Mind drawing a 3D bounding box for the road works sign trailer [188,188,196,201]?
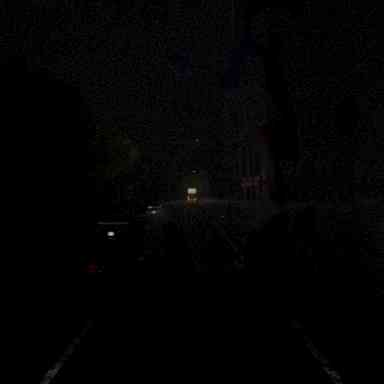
[{"bbox_3d":[-0.014,0.775,93.653,2.380,3.560,2.880,0,0,0],"label":"road works sign trailer"}]

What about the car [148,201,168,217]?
[{"bbox_3d":[-3.405,1.598,32.360,2.128,1.511,4.902,0,0,0],"label":"car"}]

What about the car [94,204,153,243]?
[{"bbox_3d":[-3.403,1.547,16.406,2.128,1.511,4.902,0,0,0],"label":"car"}]
